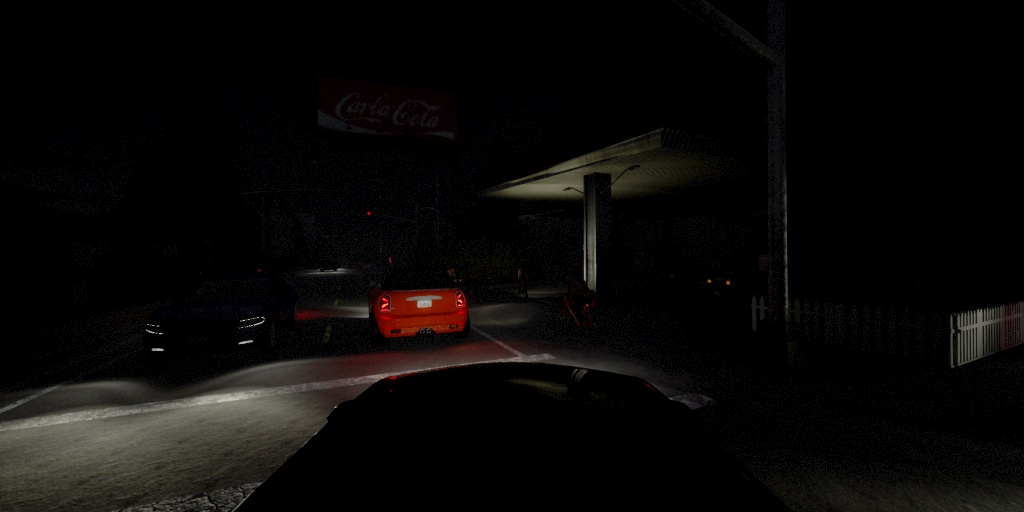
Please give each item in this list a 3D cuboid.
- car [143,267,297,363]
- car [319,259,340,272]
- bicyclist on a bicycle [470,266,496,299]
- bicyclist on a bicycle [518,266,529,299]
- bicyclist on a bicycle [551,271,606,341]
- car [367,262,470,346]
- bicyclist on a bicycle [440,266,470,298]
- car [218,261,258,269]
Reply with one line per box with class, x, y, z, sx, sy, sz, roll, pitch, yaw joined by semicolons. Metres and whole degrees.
car;-6.362;1.180;8.390;1.882;1.535;5.008;0;0;-24
car;-24.153;1.321;47.276;1.837;1.490;4.892;0;0;-24
bicyclist on a bicycle;-1.549;1.308;17.834;1.656;1.620;0.582;1;0;-22
bicyclist on a bicycle;0.558;1.304;17.977;0.582;1.620;1.656;0;0;15
bicyclist on a bicycle;1.595;1.191;8.781;0.582;1.620;1.656;3;-2;-43
car;-2.663;1.031;9.509;2.097;1.767;4.553;0;0;-23
bicyclist on a bicycle;-2.838;1.280;16.435;1.656;1.620;0.582;1;0;36
car;-23.640;1.326;29.935;4.553;1.767;2.097;-2;1;-38
